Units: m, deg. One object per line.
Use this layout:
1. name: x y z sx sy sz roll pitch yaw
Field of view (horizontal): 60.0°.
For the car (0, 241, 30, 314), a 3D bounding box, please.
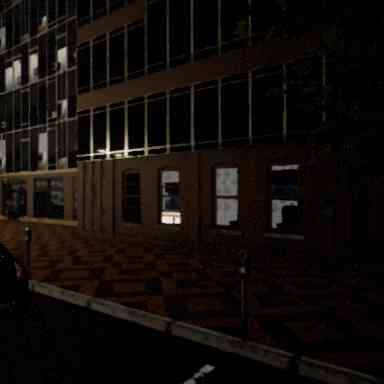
1. car: -4.994 1.466 6.436 4.097 1.590 1.967 0 0 35
